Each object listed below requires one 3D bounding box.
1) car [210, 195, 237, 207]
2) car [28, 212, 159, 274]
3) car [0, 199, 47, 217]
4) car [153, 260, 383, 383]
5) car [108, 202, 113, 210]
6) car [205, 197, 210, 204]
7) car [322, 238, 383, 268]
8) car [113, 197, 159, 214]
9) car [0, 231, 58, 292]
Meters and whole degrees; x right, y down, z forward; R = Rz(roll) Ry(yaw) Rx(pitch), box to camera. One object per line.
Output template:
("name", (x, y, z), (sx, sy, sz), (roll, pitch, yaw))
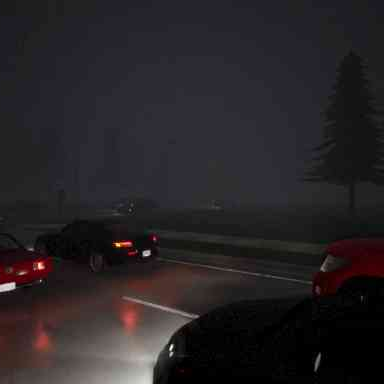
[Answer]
("car", (5.032, 1.566, 49.552), (1.994, 1.385, 4.181), (0, 0, 37))
("car", (-3.114, 1.527, 10.544), (4.674, 1.442, 1.812), (0, 0, 36))
("car", (-16.677, 1.481, 32.167), (1.882, 1.535, 5.008), (0, 0, 38))
("car", (1.663, 1.564, 2.794), (4.181, 1.385, 1.994), (0, 0, 36))
("car", (-8.628, 1.509, 42.906), (1.837, 1.490, 4.892), (0, 0, 37))
("car", (4.234, 1.354, 60.177), (2.097, 1.767, 4.553), (0, 0, 37))
("car", (4.756, 1.221, 4.873), (5.566, 2.045, 2.150), (0, 0, 36))
("car", (-5.590, 1.354, 35.253), (2.097, 1.767, 4.553), (0, 0, 37))
("car", (-5.449, 1.602, 7.916), (4.718, 1.301, 1.895), (0, 0, 36))
